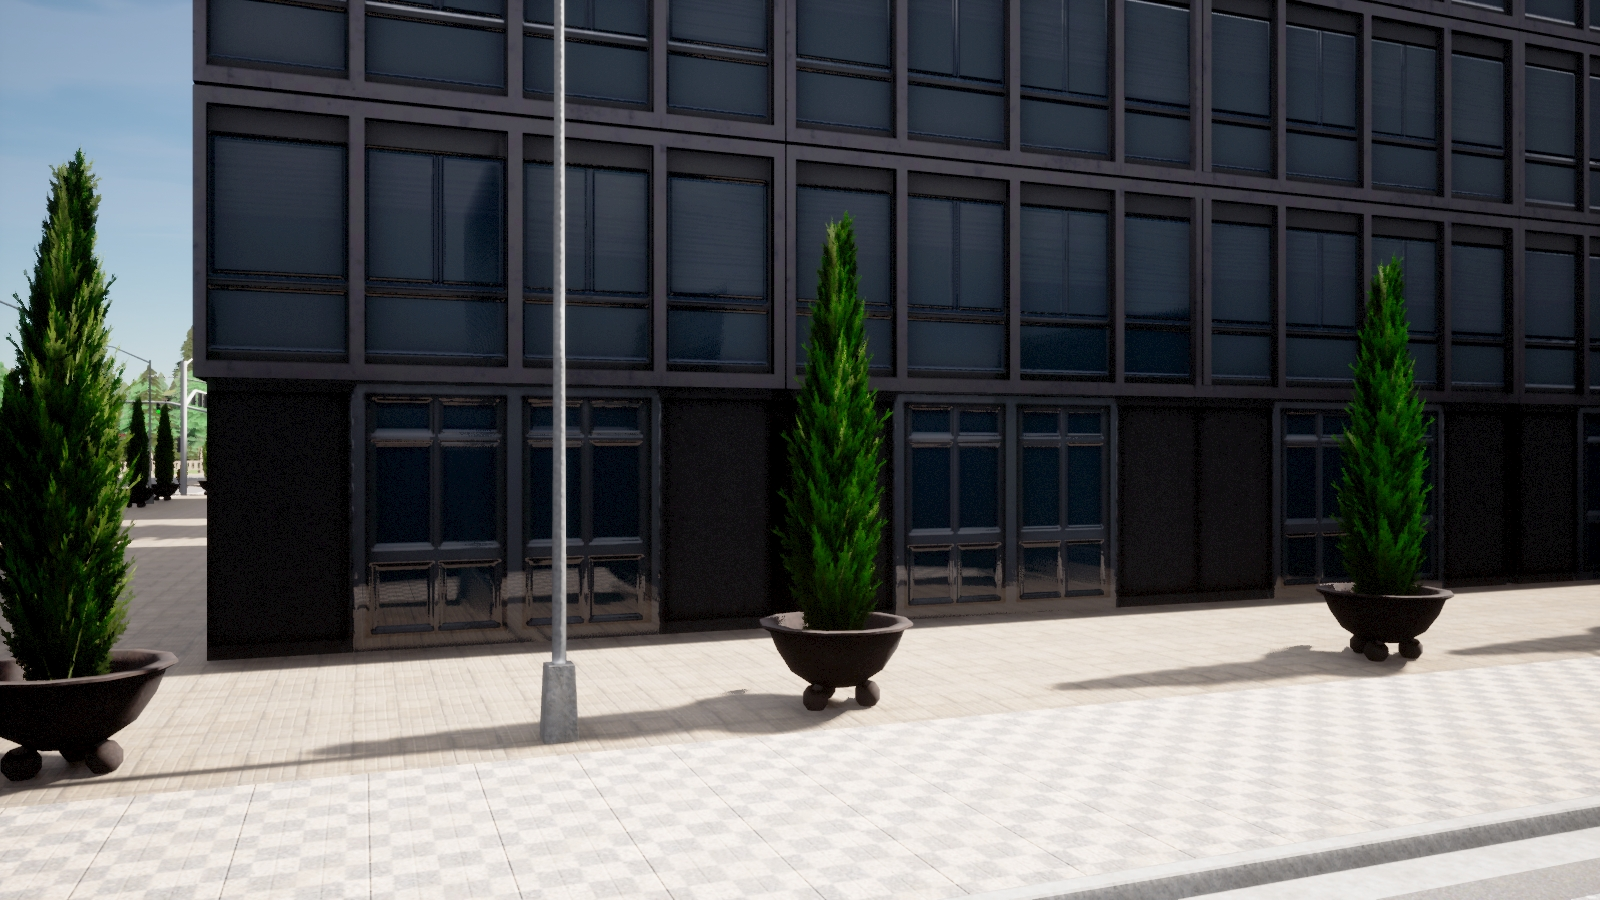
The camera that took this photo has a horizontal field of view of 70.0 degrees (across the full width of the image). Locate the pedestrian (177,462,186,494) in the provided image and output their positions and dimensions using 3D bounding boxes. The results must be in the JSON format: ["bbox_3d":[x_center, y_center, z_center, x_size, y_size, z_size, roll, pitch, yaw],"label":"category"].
[{"bbox_3d":[-36.583,1.639,67.551,0.375,1.860,0.375,0,0,-11],"label":"pedestrian"}]
